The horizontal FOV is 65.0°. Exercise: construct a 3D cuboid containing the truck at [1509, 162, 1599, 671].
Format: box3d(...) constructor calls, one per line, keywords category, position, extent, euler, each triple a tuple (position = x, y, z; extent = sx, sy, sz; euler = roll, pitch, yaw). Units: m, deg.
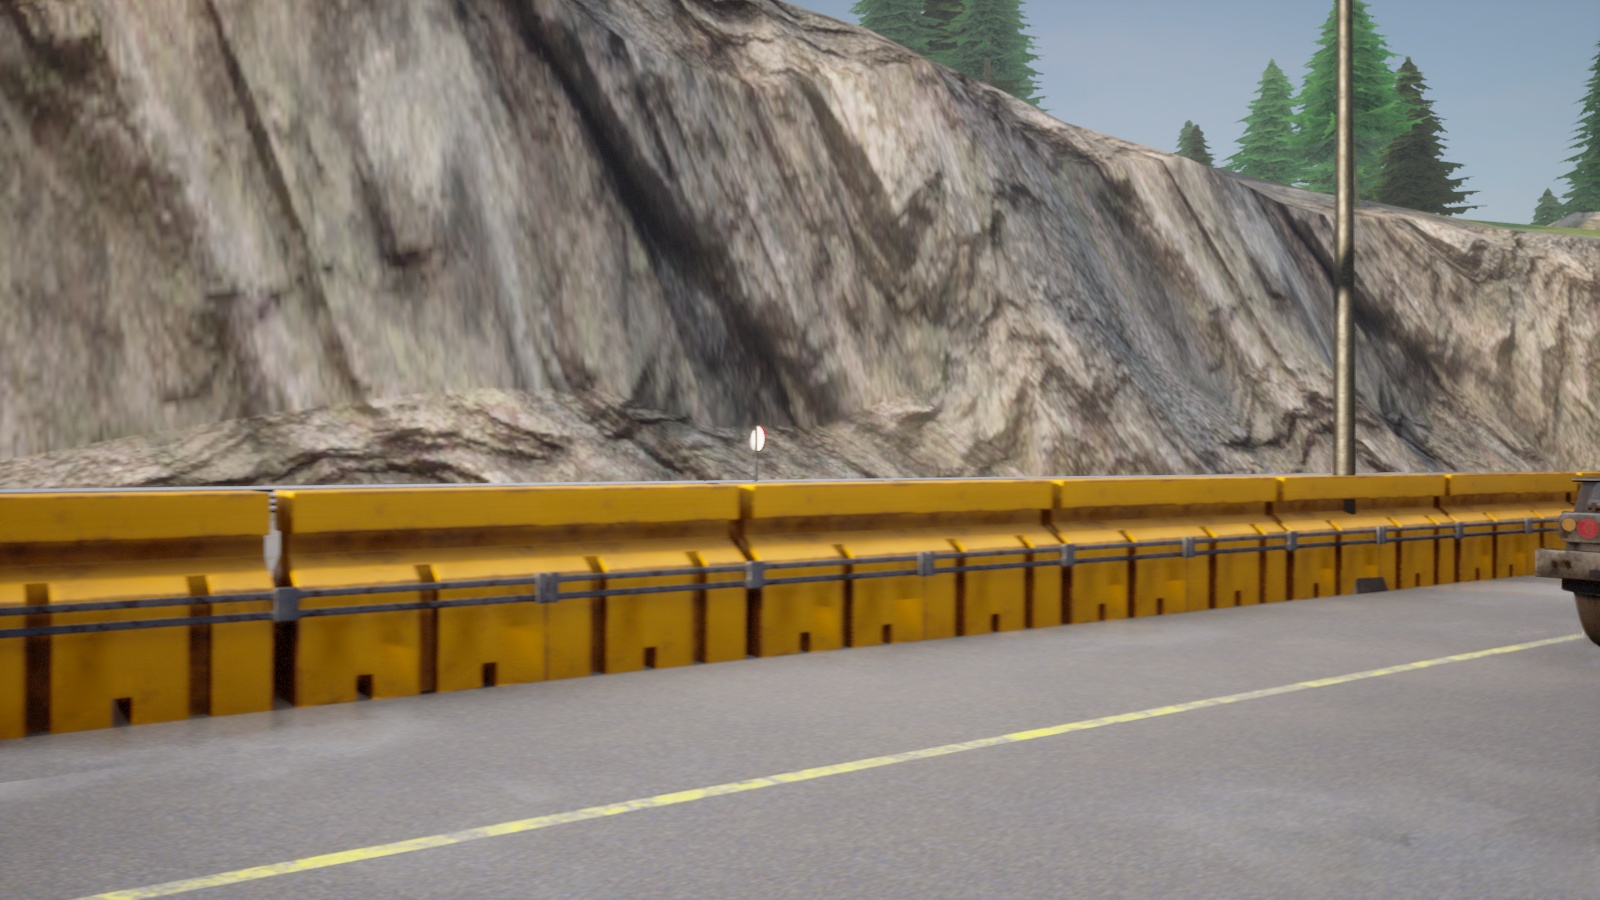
box3d(category="truck", position=(9.174, -0.234, 10.118), extent=(7.936, 3.462, 2.891), euler=(0, 0, -35))
